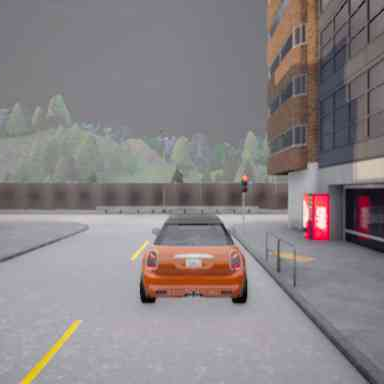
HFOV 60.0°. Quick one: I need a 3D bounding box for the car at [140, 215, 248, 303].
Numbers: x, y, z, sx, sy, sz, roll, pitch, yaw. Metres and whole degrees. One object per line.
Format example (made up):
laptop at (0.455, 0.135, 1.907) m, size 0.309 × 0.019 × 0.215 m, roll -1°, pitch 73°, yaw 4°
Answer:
car at (0.045, 1.332, 8.290) m, size 2.097 × 1.767 × 4.553 m, roll 0°, pitch 0°, yaw 0°
